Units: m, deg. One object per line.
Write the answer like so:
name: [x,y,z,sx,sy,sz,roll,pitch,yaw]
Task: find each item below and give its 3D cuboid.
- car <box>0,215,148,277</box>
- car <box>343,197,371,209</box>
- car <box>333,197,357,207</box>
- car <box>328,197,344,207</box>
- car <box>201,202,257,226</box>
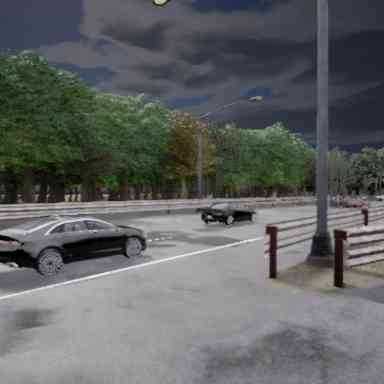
car: [-3.534,1.474,10.392,2.128,1.511,4.902,0,0,39]
car: [22.513,1.488,44.859,1.994,1.385,4.181,0,0,44]
car: [23.561,1.473,51.128,1.994,1.385,4.181,0,0,45]
car: [20.539,1.437,47.809,1.812,1.442,4.674,0,0,42]
car: [2.720,1.432,23.234,1.882,1.535,5.008,0,0,41]
